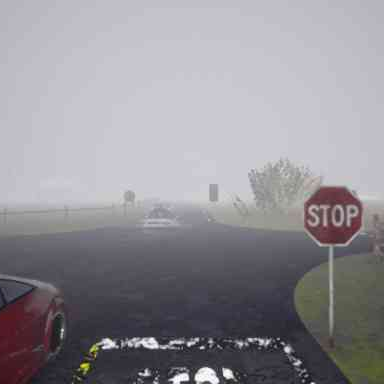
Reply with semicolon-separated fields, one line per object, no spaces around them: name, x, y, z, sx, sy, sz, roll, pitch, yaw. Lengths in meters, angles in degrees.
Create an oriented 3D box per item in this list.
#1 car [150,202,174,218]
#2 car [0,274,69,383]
car;-2.759;1.610;30.986;1.895;1.301;4.718;0;0;0
car;-2.753;1.564;3.098;1.994;1.385;4.181;0;0;0
